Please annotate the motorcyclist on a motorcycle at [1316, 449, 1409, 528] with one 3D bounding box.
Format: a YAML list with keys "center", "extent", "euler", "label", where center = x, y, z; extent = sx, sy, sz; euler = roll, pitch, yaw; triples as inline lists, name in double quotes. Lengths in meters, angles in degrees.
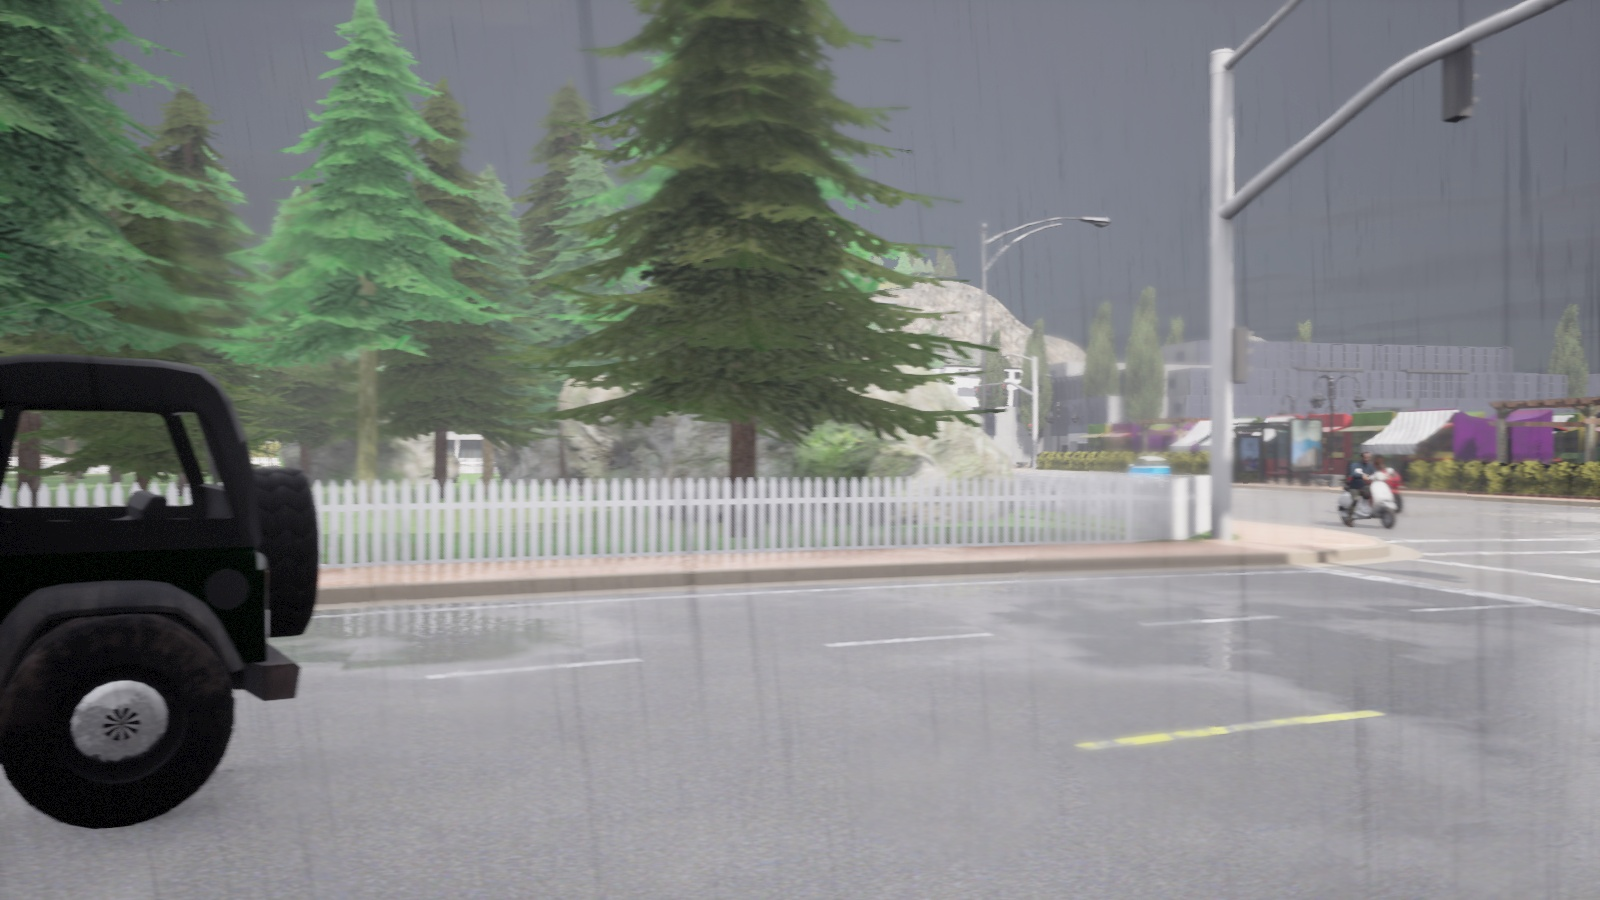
- center: [11.682, 0.771, 26.149]
  extent: [0.866, 1.590, 1.817]
  euler: [0, 0, -13]
  label: "motorcyclist on a motorcycle"

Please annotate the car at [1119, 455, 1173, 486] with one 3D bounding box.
- center: [15.630, 0.907, 56.791]
  extent: [1.481, 1.376, 2.207]
  euler: [0, 0, -13]
  label: "car"

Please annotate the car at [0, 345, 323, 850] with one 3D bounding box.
- center: [-4.156, 0.552, 5.060]
  extent: [3.866, 1.878, 1.905]
  euler: [0, 0, -32]
  label: "car"

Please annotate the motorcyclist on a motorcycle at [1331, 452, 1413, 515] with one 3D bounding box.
- center: [14.157, 0.803, 31.150]
  extent: [0.797, 1.523, 2.044]
  euler: [0, 0, -13]
  label: "motorcyclist on a motorcycle"
